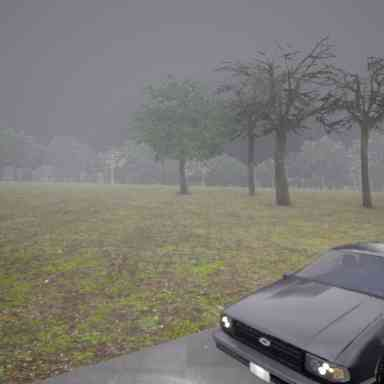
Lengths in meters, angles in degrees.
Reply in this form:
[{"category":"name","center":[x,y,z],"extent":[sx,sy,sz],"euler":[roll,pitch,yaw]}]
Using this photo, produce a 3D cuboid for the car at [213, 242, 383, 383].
[{"category":"car","center":[2.896,1.545,5.123],"extent":[5.357,1.411,2.033],"euler":[0,0,-35]}]
